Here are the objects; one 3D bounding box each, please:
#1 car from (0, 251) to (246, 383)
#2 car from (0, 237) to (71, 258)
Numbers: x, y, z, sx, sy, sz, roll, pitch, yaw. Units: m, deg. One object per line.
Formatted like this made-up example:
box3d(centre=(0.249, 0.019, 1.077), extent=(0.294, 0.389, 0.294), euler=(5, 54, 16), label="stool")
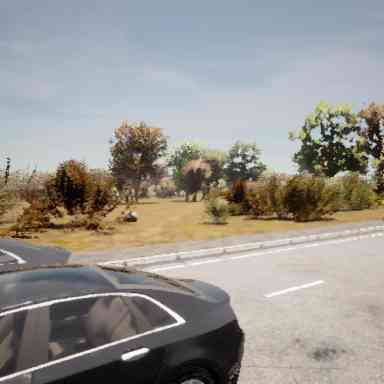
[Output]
box3d(centre=(-1.701, 1.505, 2.791), extent=(4.892, 1.490, 1.837), euler=(0, 0, -36), label="car")
box3d(centre=(-4.354, 1.491, 5.197), extent=(4.902, 1.511, 2.128), euler=(0, 0, -36), label="car")
